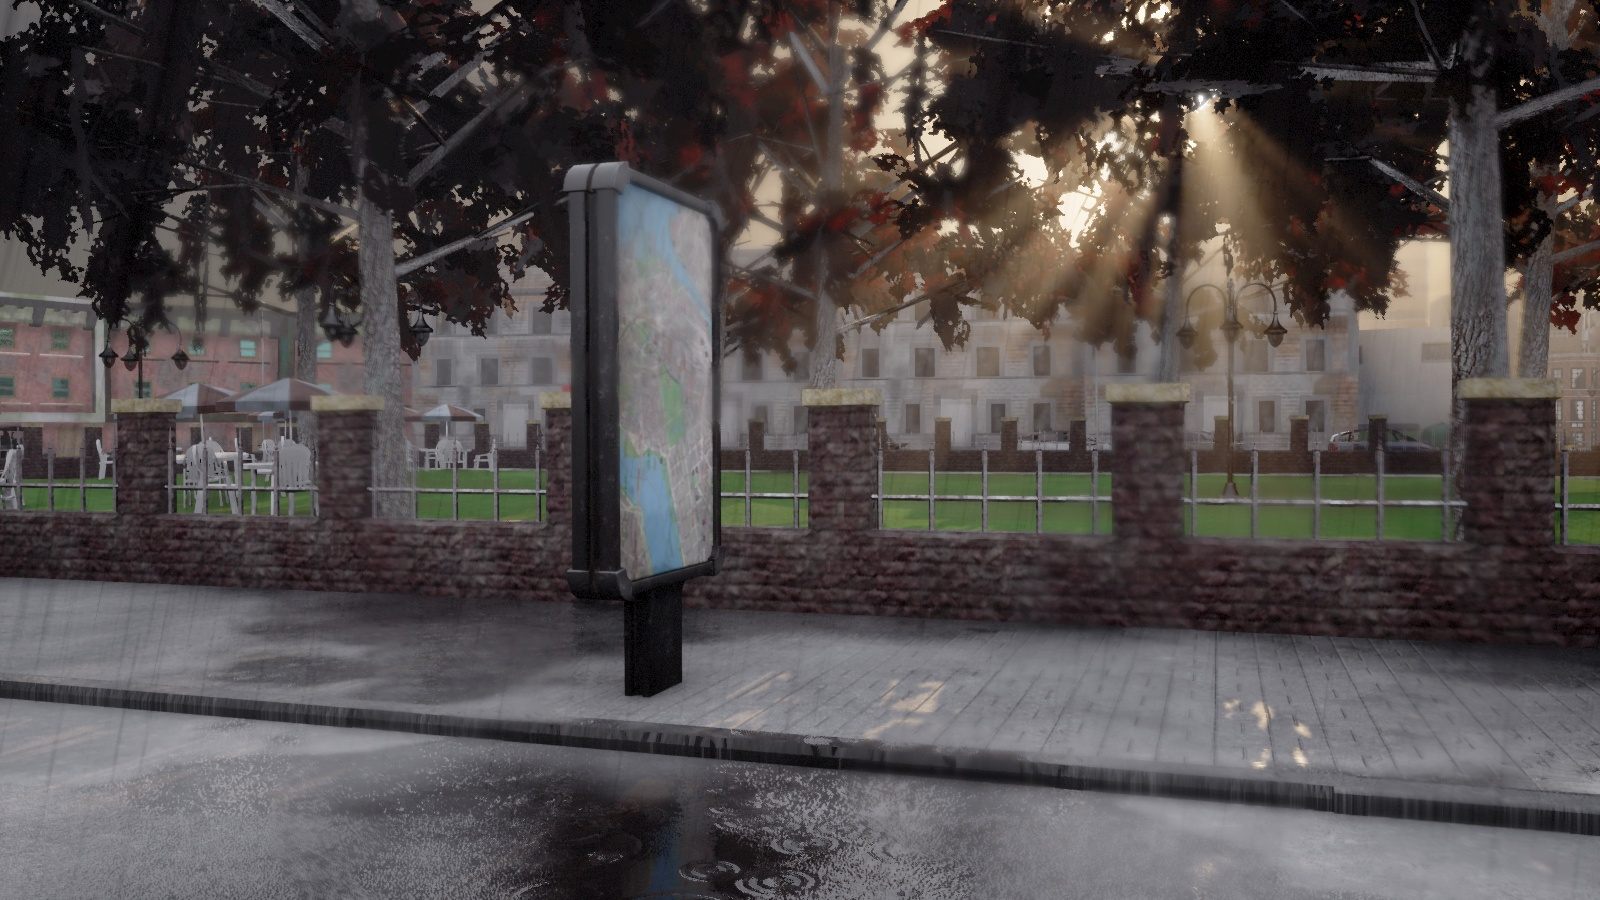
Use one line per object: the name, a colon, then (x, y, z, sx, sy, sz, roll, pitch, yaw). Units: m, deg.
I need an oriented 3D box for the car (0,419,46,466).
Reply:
car: (-32.428, -0.300, 49.963, 1.905, 1.878, 3.866, 1, 1, 19)

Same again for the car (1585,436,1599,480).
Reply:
car: (28.829, 0.278, 41.844, 4.193, 1.474, 1.816, 1, 1, 18)

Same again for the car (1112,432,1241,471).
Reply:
car: (15.164, 0.030, 50.598, 4.902, 1.511, 2.128, 1, 1, 18)

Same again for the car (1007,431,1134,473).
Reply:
car: (10.351, 0.044, 47.980, 4.514, 1.525, 2.007, 1, 1, 18)

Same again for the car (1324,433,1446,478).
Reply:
car: (20.685, 0.169, 44.551, 3.705, 1.549, 1.789, 0, 1, 18)
